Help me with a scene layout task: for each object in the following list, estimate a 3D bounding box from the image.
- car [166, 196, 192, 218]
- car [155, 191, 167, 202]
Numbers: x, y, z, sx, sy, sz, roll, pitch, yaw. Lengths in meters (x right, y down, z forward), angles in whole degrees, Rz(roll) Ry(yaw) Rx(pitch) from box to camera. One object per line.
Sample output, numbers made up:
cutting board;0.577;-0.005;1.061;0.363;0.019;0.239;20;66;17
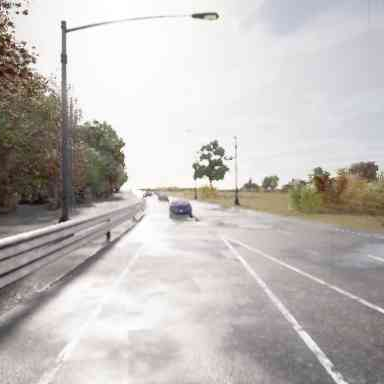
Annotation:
car;-1.054;1.329;29.015;1.882;1.535;5.008;0;0;-5
car;-5.713;1.079;64.849;1.837;1.490;4.892;0;1;-10
